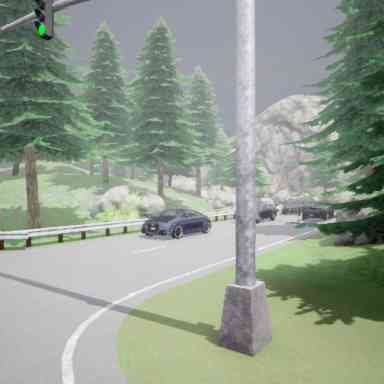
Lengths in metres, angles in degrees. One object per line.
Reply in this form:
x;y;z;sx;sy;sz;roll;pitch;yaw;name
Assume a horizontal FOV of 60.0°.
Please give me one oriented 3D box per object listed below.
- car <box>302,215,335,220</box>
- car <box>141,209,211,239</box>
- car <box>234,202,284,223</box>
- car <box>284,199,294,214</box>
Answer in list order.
10.543;1.591;27.422;1.837;1.490;4.892;0;-1;35;car
-0.736;1.583;17.629;1.994;1.385;4.181;0;0;35;car
4.984;1.511;25.764;2.128;1.511;4.902;0;0;35;car
10.646;1.524;34.269;1.837;1.490;4.892;0;0;28;car
